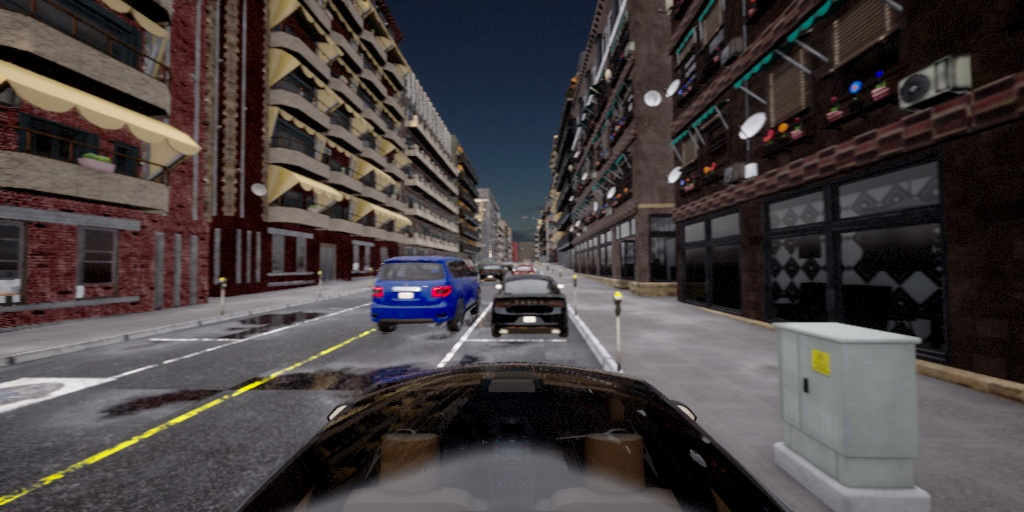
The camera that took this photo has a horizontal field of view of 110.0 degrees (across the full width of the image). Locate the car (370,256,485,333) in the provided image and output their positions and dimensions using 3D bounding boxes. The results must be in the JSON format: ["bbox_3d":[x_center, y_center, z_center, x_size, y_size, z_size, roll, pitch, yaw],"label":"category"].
[{"bbox_3d":[-2.368,1.038,11.164,2.150,2.045,5.566,-1,0,3],"label":"car"}]

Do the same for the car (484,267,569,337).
[{"bbox_3d":[0.513,1.261,10.387,1.882,1.535,5.008,-1,0,3],"label":"car"}]

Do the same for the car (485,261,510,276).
[{"bbox_3d":[-1.467,1.375,28.655,1.882,1.535,5.008,-1,0,3],"label":"car"}]

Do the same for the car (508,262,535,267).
[{"bbox_3d":[0.977,1.414,27.953,1.888,1.381,4.507,0,0,3],"label":"car"}]

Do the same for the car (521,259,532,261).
[{"bbox_3d":[1.552,1.369,38.999,1.967,1.591,4.097,0,0,3],"label":"car"}]

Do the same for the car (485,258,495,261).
[{"bbox_3d":[-3.313,1.253,48.379,2.150,2.045,5.566,-1,-1,3],"label":"car"}]

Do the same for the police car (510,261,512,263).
[{"bbox_3d":[-0.656,1.423,46.387,1.930,1.638,5.238,-1,0,3],"label":"police car"}]
